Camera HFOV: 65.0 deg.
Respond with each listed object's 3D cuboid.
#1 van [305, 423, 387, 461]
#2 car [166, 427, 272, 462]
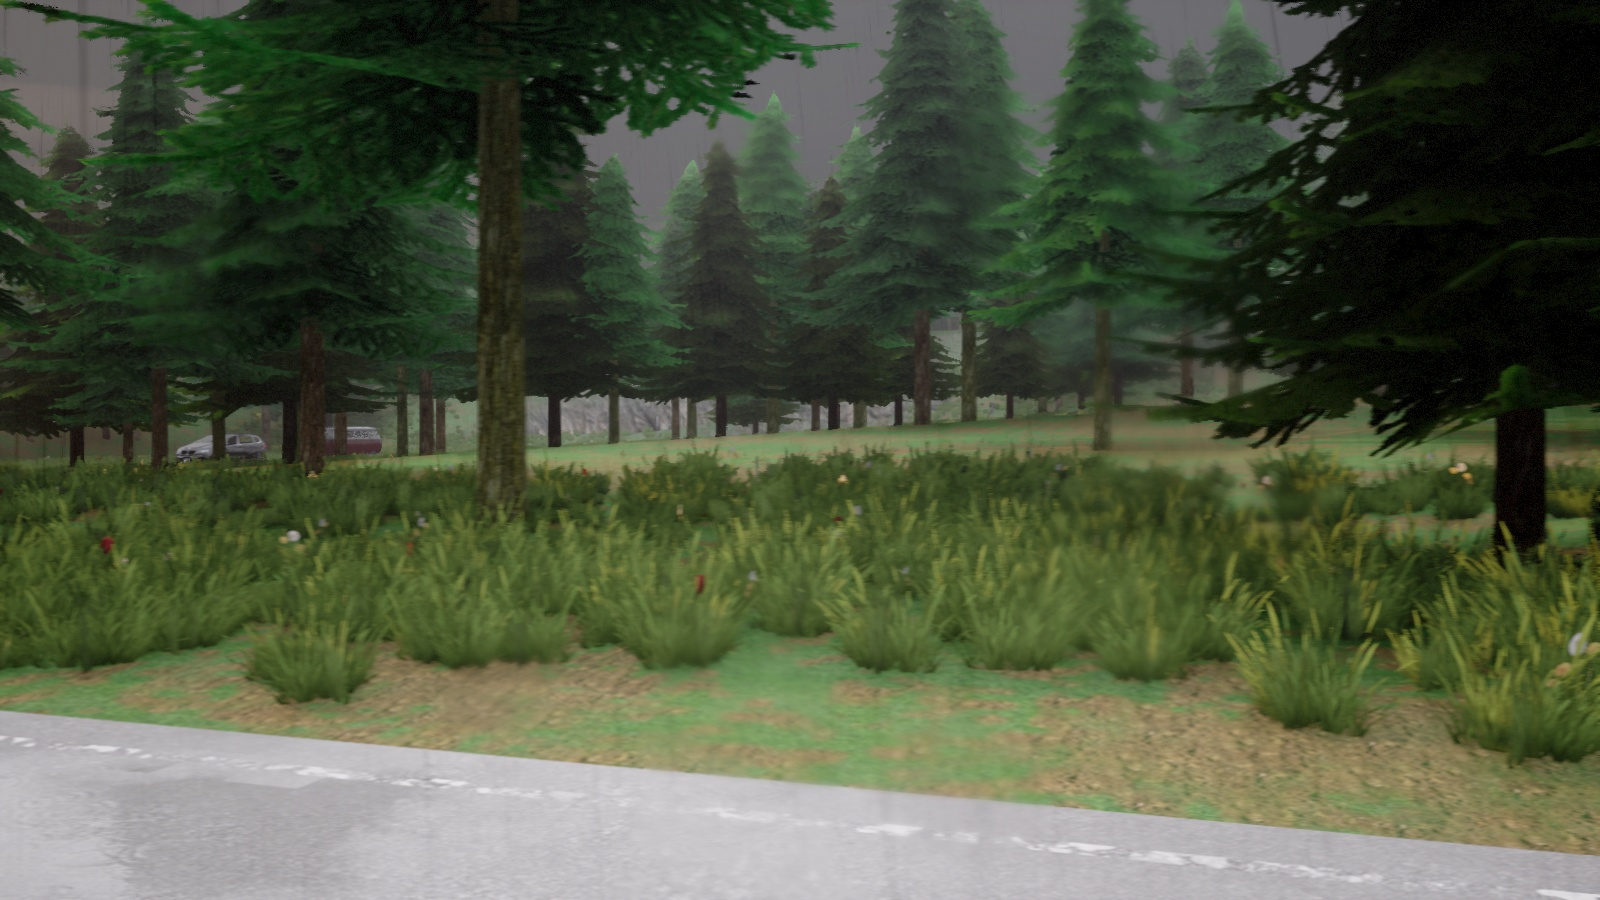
[{"bbox_3d":[-24.224,-0.448,67.157,1.775,1.987,4.442,1,1,18],"label":"van"},{"bbox_3d":[-29.001,-0.305,62.833,2.242,1.667,4.611,1,1,18],"label":"car"}]
